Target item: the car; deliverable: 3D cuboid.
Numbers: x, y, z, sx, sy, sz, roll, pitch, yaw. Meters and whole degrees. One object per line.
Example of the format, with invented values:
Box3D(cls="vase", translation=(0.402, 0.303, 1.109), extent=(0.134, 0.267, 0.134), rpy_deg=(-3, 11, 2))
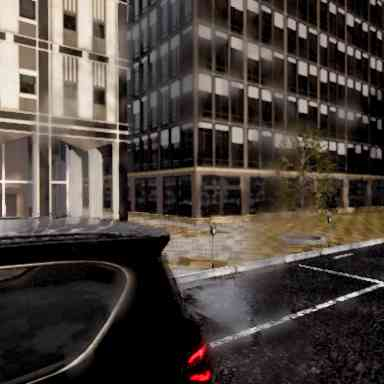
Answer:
Box3D(cls="car", translation=(-2.422, 1.228, 1.342), extent=(5.566, 2.045, 2.150), rpy_deg=(0, 0, -36))
